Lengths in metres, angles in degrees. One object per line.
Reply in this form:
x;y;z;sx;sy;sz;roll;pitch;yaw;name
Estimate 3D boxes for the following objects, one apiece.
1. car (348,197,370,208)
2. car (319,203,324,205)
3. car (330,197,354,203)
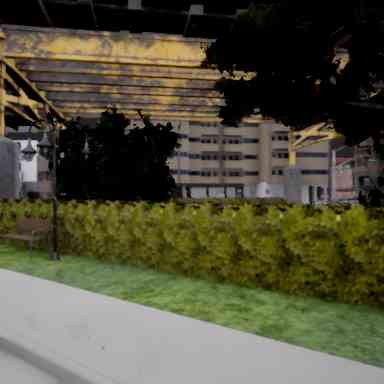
24.952;1.504;49.925;2.038;1.542;4.974;0;0;16;car
15.330;1.397;34.653;4.553;1.767;2.097;0;0;-9;car
15.604;1.382;31.014;4.553;1.767;2.097;0;0;-9;car
